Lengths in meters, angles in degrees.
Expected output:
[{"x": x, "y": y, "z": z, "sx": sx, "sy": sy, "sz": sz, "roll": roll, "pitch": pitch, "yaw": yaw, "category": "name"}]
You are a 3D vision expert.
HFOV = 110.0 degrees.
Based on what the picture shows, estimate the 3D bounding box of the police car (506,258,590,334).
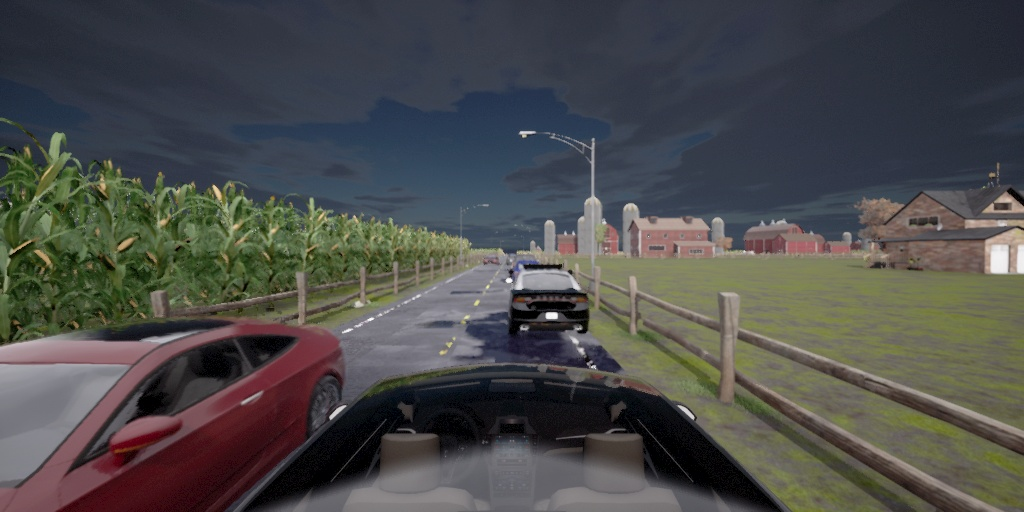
[{"x": 0.854, "y": 1.020, "z": 10.198, "sx": 1.930, "sy": 1.638, "sz": 5.238, "roll": 0, "pitch": 1, "yaw": 0, "category": "police car"}]

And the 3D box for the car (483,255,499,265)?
[{"x": -2.690, "y": 0.512, "z": 46.783, "sx": 1.994, "sy": 1.385, "sz": 4.181, "roll": 0, "pitch": 1, "yaw": 0, "category": "car"}]

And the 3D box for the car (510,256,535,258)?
[{"x": 0.887, "y": 0.941, "z": 20.088, "sx": 1.812, "sy": 1.442, "sz": 4.674, "roll": 0, "pitch": 1, "yaw": 0, "category": "car"}]

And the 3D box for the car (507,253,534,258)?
[{"x": 0.905, "y": 0.657, "z": 26.054, "sx": 2.097, "sy": 1.767, "sz": 4.553, "roll": 0, "pitch": 1, "yaw": 0, "category": "car"}]

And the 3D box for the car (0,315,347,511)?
[{"x": -2.848, "y": 1.262, "z": 2.472, "sx": 1.812, "sy": 1.442, "sz": 4.674, "roll": 0, "pitch": 1, "yaw": 0, "category": "car"}]
